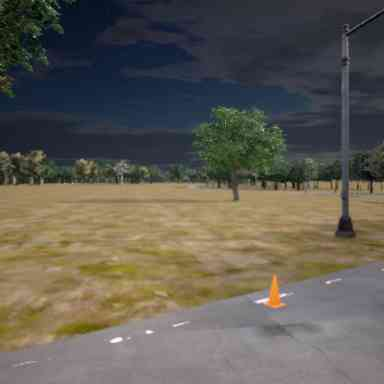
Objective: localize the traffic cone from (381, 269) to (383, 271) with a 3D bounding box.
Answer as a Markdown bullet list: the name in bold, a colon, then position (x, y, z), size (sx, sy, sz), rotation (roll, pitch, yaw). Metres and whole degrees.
- **traffic cone**: position (5.742, 1.995, 9.649), size (0.340, 0.580, 0.340), rotation (0, 0, -36)

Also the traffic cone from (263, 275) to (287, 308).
- **traffic cone**: position (1.677, 1.982, 6.731), size (0.340, 0.580, 0.340), rotation (0, 0, -36)
